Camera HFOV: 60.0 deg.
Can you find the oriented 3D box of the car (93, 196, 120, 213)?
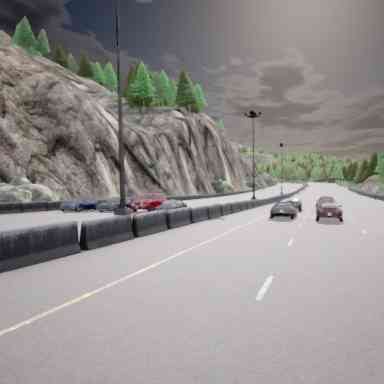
[{"bbox_3d":[-8.159,1.275,35.999,2.097,1.767,4.553,0,0,21],"label":"car"}]

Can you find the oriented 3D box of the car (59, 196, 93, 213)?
[{"bbox_3d":[-12.010,1.275,35.744,2.097,1.767,4.553,0,0,21],"label":"car"}]

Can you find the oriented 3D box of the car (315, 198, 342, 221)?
[{"bbox_3d":[10.853,1.476,26.427,1.812,1.442,4.674,0,-1,21],"label":"car"}]

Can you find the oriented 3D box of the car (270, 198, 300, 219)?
[{"bbox_3d":[7.904,1.506,28.485,1.994,1.385,4.181,0,0,21],"label":"car"}]

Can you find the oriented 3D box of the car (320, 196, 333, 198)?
[{"bbox_3d":[14.645,1.282,36.281,2.097,1.767,4.553,0,0,21],"label":"car"}]

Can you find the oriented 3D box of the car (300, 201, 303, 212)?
[{"bbox_3d":[11.581,1.417,38.057,2.128,1.511,4.902,0,0,21],"label":"car"}]

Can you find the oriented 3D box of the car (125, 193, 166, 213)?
[{"bbox_3d":[-4.502,1.146,35.764,2.150,2.045,5.566,0,0,21],"label":"car"}]

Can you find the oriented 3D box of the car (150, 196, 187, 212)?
[{"bbox_3d":[-1.938,1.458,32.682,1.812,1.442,4.674,0,0,21],"label":"car"}]
